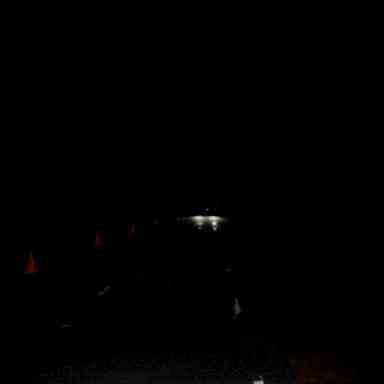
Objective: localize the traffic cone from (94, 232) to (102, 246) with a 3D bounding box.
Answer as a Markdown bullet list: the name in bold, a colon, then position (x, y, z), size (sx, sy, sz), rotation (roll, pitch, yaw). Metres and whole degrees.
- **traffic cone**: position (-4.184, 2.051, 14.705), size (0.340, 0.580, 0.340), rotation (0, 0, 6)

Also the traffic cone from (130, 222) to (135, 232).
- **traffic cone**: position (-3.531, 2.089, 19.772), size (0.340, 0.580, 0.340), rotation (0, 0, 8)

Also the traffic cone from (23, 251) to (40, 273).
- **traffic cone**: position (-4.637, 2.014, 9.615), size (0.340, 0.580, 0.340), rotation (0, 0, 4)

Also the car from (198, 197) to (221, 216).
- **car**: position (2.080, 1.547, 37.859), size (2.150, 2.045, 5.566), rotation (1, -1, 10)
